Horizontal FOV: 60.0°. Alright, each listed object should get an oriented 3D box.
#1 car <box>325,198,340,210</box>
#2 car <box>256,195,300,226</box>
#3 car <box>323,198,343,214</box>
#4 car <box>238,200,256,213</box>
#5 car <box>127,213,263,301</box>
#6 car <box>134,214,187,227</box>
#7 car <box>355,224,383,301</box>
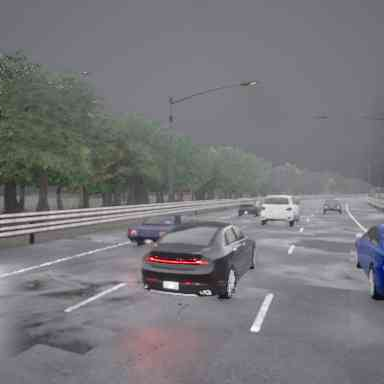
[{"bbox_3d":[19.534,1.580,46.069,1.812,1.442,4.674,0,0,25],"label":"car"},{"bbox_3d":[6.436,1.251,23.991,2.150,2.045,5.566,0,0,22],"label":"car"},{"bbox_3d":[15.448,1.586,36.549,2.033,1.411,5.357,0,0,24],"label":"car"},{"bbox_3d":[5.689,1.546,31.382,1.837,1.490,4.892,0,0,22],"label":"car"},{"bbox_3d":[0.451,1.518,8.556,1.837,1.490,4.892,0,0,20],"label":"car"},{"bbox_3d":[-0.885,1.626,14.932,1.895,1.301,4.718,0,0,21],"label":"car"},{"bbox_3d":[5.160,1.482,8.015,1.882,1.535,5.008,0,0,21],"label":"car"}]
